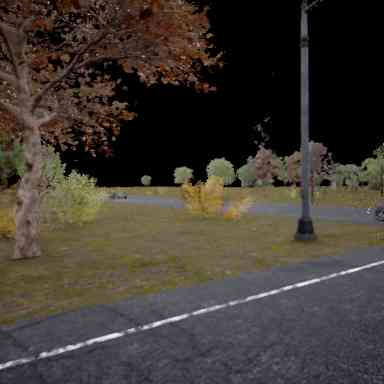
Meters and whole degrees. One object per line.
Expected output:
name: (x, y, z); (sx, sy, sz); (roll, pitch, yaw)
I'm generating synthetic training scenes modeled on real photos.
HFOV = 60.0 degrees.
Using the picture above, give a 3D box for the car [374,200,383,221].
car: (14.591, 1.071, 21.694); (2.097, 1.767, 4.553); (-1, 1, -35)

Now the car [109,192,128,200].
car: (-13.862, 0.677, 62.188); (2.033, 1.411, 5.357); (-1, 2, -35)
